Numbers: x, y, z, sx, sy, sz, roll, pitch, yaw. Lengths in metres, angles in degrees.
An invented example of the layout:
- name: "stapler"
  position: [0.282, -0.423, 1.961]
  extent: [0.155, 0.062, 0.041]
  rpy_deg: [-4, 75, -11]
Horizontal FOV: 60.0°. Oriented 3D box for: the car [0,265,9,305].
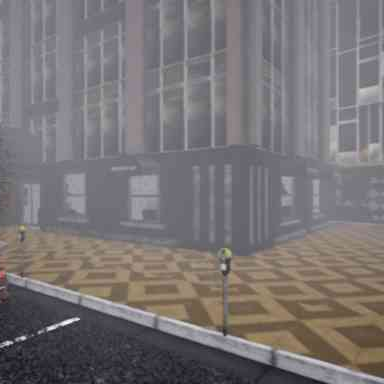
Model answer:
- name: "car"
  position: [-5.247, 1.592, 6.617]
  extent: [4.206, 1.307, 1.802]
  rpy_deg: [0, 0, 36]
